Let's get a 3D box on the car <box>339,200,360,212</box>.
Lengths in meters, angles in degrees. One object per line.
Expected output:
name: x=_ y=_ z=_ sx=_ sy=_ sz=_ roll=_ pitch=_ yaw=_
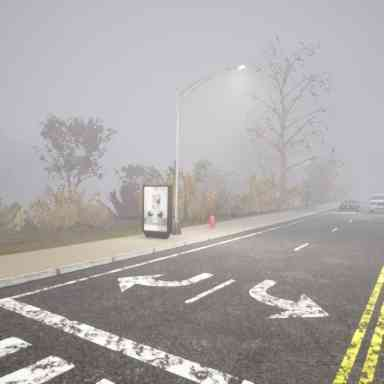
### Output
car: x=18.796 y=1.602 z=39.607 sx=1.994 sy=1.385 sz=4.181 roll=0 pitch=0 yaw=31

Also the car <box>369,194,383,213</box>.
car: x=21.577 y=1.262 z=37.926 sx=2.150 sy=2.045 sz=5.566 roll=0 pitch=0 yaw=31
